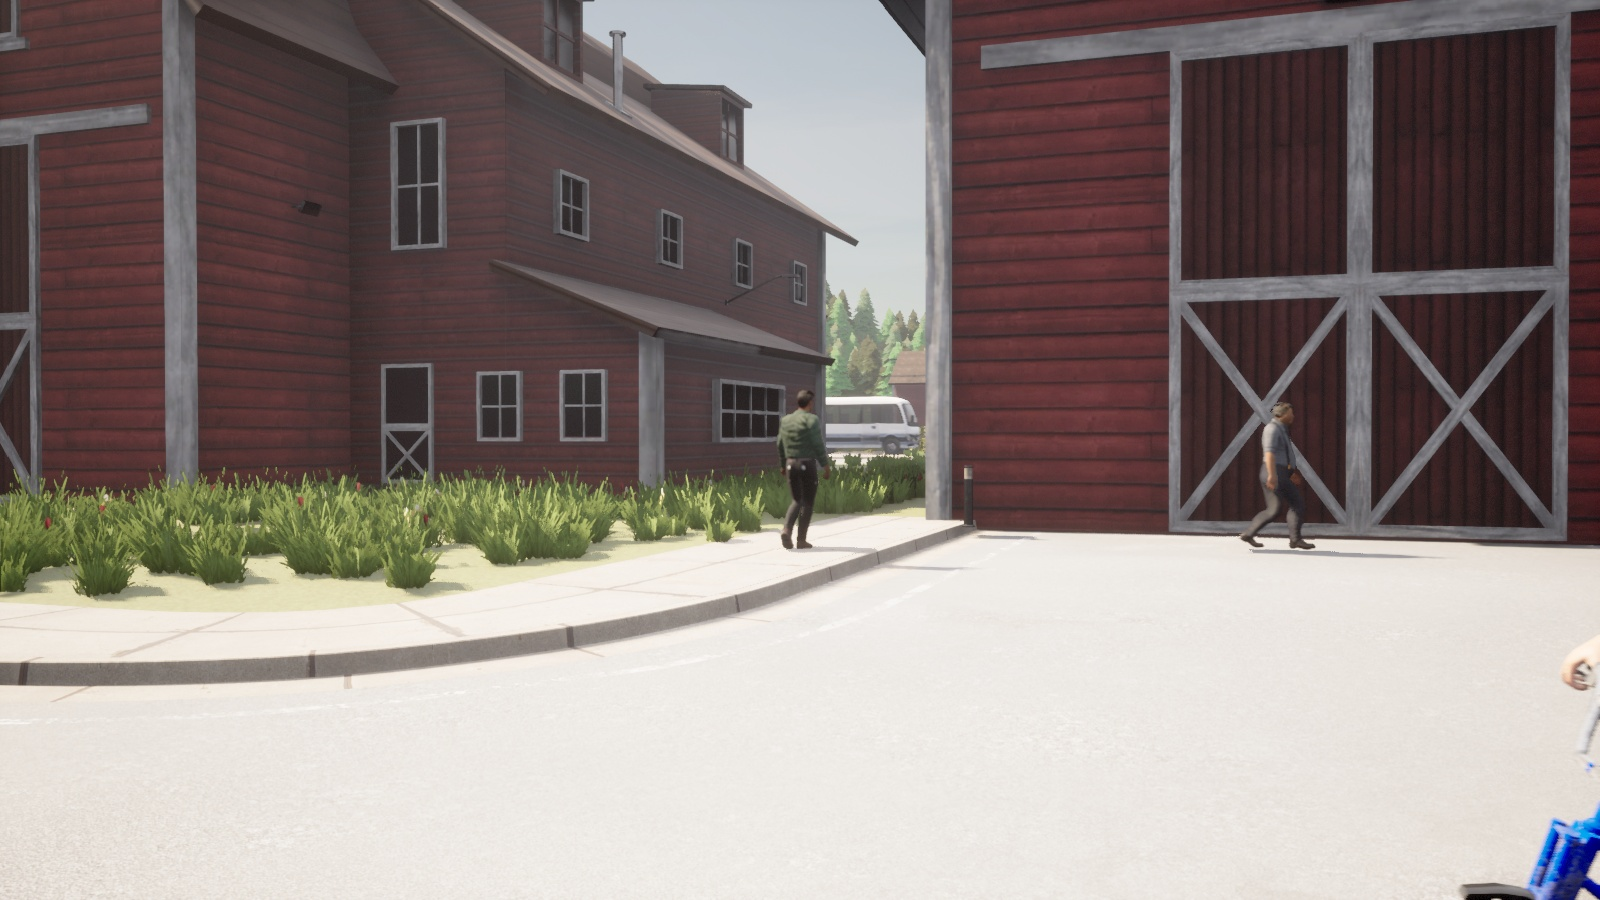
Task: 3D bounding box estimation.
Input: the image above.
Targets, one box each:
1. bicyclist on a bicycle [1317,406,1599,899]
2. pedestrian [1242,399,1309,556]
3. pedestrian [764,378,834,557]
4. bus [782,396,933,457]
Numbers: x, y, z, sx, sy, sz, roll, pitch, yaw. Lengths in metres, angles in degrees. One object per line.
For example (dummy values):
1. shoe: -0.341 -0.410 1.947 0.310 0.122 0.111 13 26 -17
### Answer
1. bicyclist on a bicycle: 1.900 0.727 2.551 1.509 1.612 0.866 1 1 19
2. pedestrian: 5.733 0.314 15.139 0.694 1.848 0.540 1 1 24
3. pedestrian: -0.005 0.186 14.060 0.423 1.949 0.788 1 1 31
4. bus: 4.200 -1.718 91.818 10.273 4.253 3.944 1 1 19
